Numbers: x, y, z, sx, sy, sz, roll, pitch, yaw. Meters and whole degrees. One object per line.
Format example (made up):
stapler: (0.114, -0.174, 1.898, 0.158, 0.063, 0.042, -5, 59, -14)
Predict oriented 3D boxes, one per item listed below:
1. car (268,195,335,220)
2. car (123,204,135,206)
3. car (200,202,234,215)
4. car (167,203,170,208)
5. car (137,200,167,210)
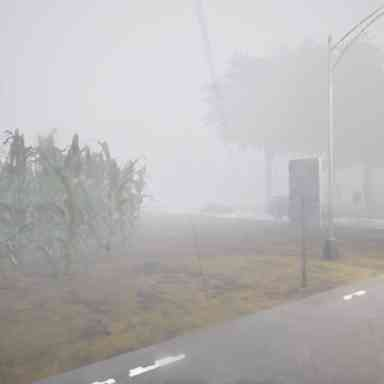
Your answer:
car: (8.889, 1.292, 27.600, 2.150, 2.045, 5.566, -1, 0, -36)
car: (-11.396, 2.002, 61.316, 1.812, 1.442, 4.674, -1, 0, -35)
car: (2.652, 1.754, 36.455, 1.994, 1.385, 4.181, -1, 0, -34)
car: (-5.431, 1.949, 52.907, 1.895, 1.301, 4.718, -1, 0, -35)
car: (-6.122, 1.967, 48.936, 1.895, 1.301, 4.718, -1, 0, -35)
